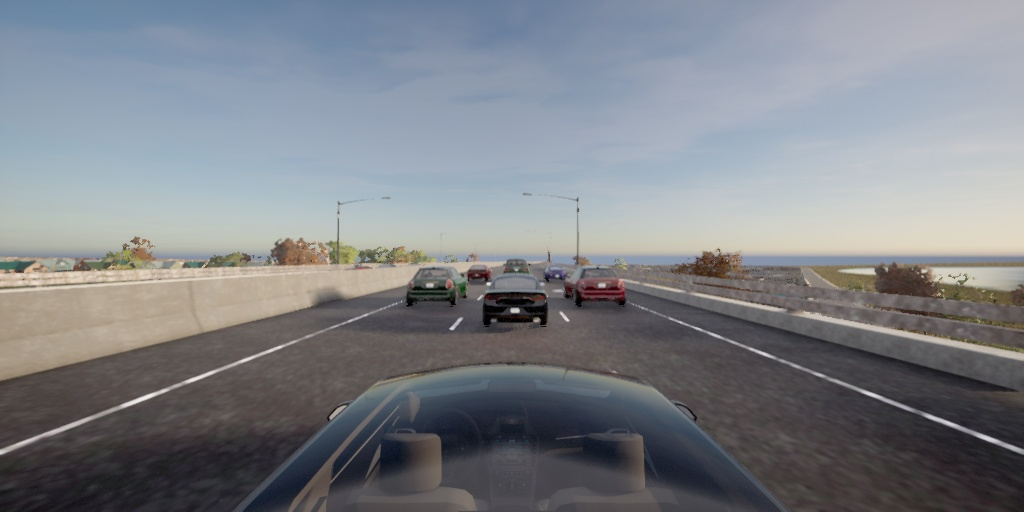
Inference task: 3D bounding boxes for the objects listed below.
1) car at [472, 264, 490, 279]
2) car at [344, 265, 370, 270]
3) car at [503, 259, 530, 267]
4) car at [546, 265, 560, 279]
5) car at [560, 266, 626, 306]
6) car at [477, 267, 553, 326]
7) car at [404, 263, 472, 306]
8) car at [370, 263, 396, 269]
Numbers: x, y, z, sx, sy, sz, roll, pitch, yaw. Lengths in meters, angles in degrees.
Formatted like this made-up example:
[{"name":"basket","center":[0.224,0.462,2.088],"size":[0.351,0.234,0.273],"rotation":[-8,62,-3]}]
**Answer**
[{"name":"car","center":[-3.034,1.533,33.833],"size":[1.882,1.535,5.008],"rotation":[0,-1,1]},{"name":"car","center":[-20.379,1.795,47.603],"size":[1.895,1.301,4.718],"rotation":[0,-1,2]},{"name":"car","center":[0.409,1.251,31.274],"size":[2.150,2.045,5.566],"rotation":[0,-1,1]},{"name":"car","center":[3.953,1.577,33.213],"size":[1.812,1.442,4.674],"rotation":[0,-1,1]},{"name":"car","center":[3.688,1.243,16.716],"size":[2.097,1.767,4.553],"rotation":[0,0,1]},{"name":"car","center":[0.120,1.322,12.086],"size":[1.882,1.535,5.008],"rotation":[0,0,1]},{"name":"car","center":[-3.312,1.241,16.726],"size":[2.097,1.767,4.553],"rotation":[0,0,1]},{"name":"car","center":[-16.854,1.728,48.271],"size":[1.812,1.442,4.674],"rotation":[0,-1,2]}]
